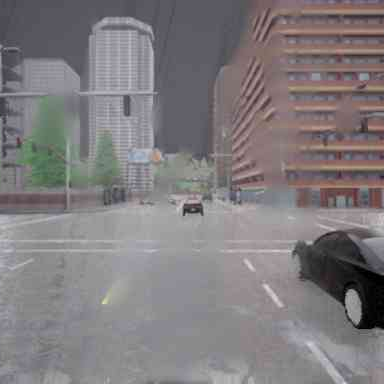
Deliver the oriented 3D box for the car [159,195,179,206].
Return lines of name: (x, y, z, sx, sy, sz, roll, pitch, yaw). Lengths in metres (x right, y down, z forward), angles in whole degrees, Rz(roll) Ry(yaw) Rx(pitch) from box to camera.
car: (-3.558, 1.489, 52.099, 1.994, 1.385, 4.181, 0, 0, 0)

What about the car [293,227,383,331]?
car: (3.590, 1.467, 6.866, 1.882, 1.535, 5.008, 0, 0, 0)

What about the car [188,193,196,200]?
car: (0.010, 1.211, 85.887, 2.097, 1.767, 4.553, 0, 0, 0)

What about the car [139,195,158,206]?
car: (-7.056, 1.416, 52.356, 2.128, 1.511, 4.902, 0, 0, 0)

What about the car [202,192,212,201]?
car: (3.509, 1.107, 76.379, 2.150, 2.045, 5.566, 0, 0, 0)

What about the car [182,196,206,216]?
car: (0.099, 1.403, 32.030, 1.882, 1.535, 5.008, 0, 0, 0)

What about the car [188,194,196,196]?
car: (0.009, 1.238, 77.170, 2.097, 1.767, 4.553, 0, 0, 0)

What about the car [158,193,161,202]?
car: (-6.995, 1.417, 67.740, 2.128, 1.511, 4.902, 0, 0, 0)
